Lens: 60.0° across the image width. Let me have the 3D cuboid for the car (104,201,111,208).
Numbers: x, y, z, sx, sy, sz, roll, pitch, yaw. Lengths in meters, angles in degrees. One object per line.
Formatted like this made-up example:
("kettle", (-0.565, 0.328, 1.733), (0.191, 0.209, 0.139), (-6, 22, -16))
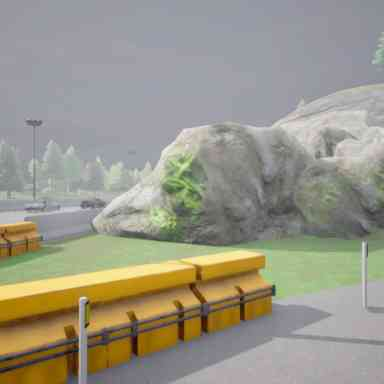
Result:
("car", (-9.355, 1.562, 43.564), (1.994, 1.385, 4.181), (0, 0, 11))

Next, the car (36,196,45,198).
("car", (-25.022, 1.476, 55.077), (1.882, 1.535, 5.008), (0, 0, 12))

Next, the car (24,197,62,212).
("car", (-17.379, 1.599, 39.176), (1.895, 1.301, 4.718), (0, 0, 11))

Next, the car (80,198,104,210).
("car", (-12.876, 1.503, 43.812), (1.837, 1.490, 4.892), (0, 0, 11))
